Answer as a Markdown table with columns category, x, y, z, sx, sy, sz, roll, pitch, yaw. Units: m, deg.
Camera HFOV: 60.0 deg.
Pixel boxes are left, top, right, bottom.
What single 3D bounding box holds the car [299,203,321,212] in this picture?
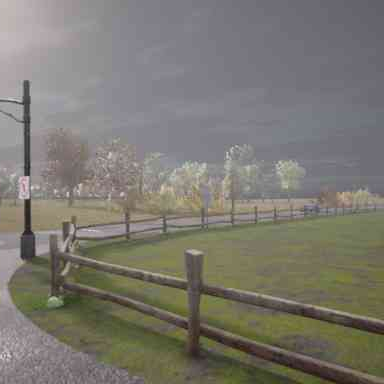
| category | x | y | z | sx | sy | sz | roll | pitch | yaw |
| --- | --- | --- | --- | --- | --- | --- | --- | --- | --- |
| car | 18.924 | 2.463 | 52.967 | 2.033 | 1.411 | 5.357 | -1 | -2 | 40 |
